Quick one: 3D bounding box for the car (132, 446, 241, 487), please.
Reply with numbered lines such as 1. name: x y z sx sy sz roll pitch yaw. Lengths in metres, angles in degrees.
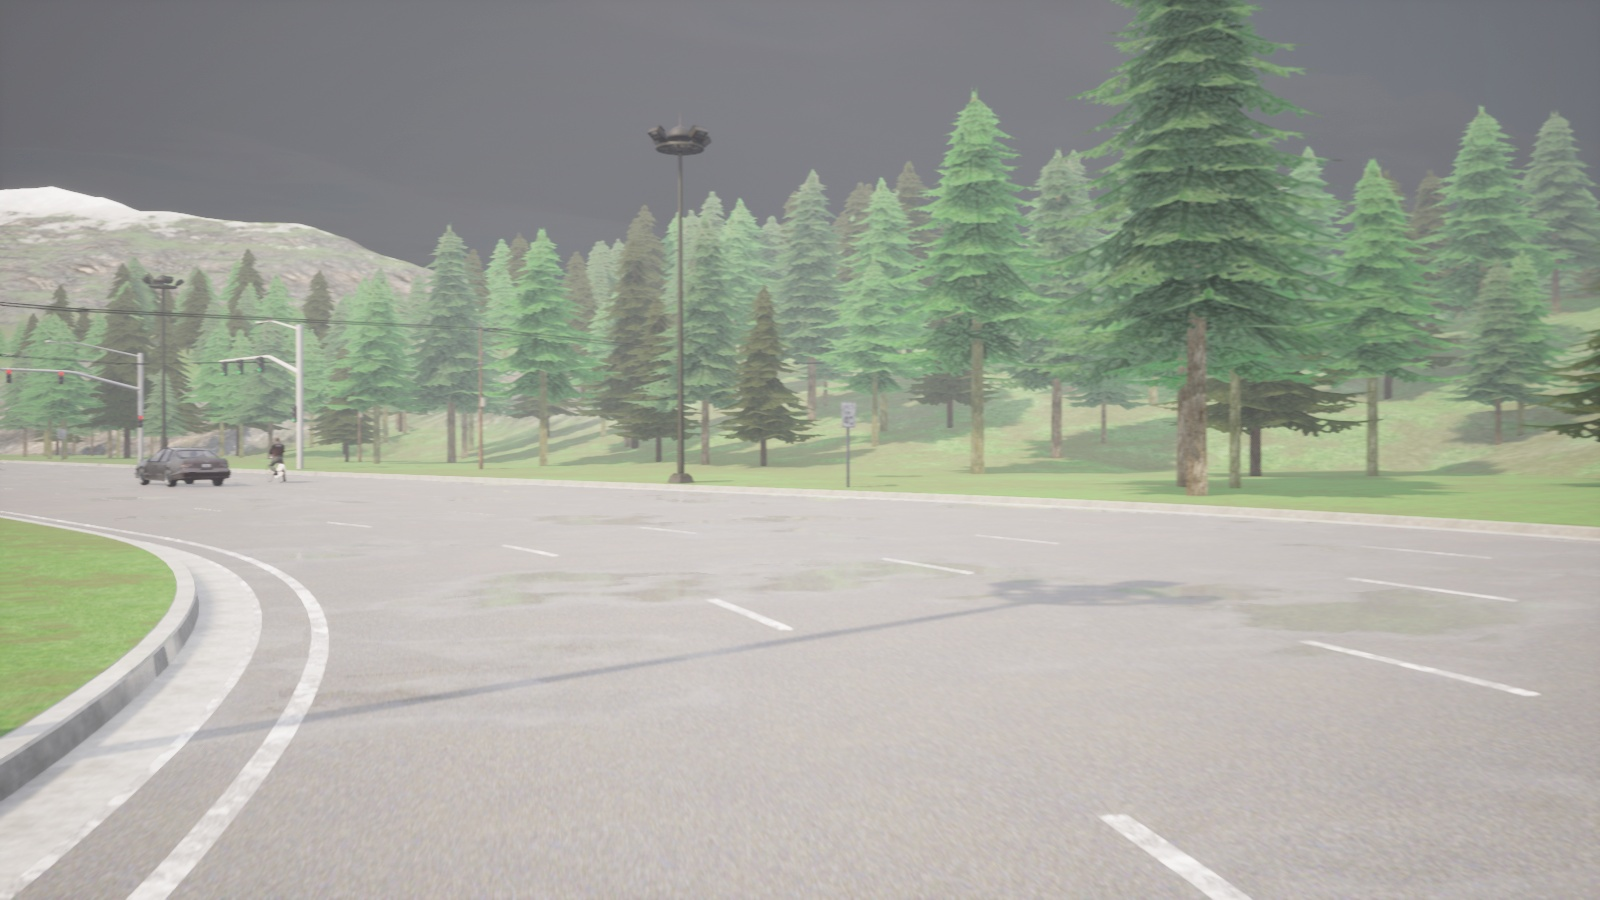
1. car: -22.195 0.548 45.325 2.033 1.411 5.357 0 0 -44
